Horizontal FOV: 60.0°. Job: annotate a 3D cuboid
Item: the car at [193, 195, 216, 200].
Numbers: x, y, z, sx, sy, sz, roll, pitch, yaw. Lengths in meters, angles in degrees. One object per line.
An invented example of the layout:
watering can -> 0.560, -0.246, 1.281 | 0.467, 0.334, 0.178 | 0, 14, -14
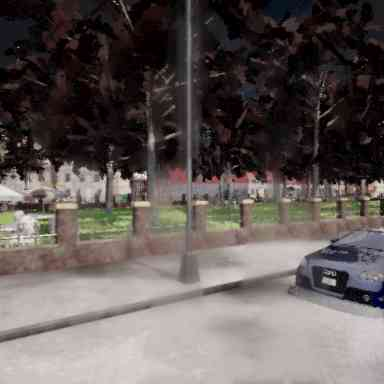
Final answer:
car -> 2.287, 1.307, 61.651 | 4.553, 1.767, 2.097 | 0, 0, -36

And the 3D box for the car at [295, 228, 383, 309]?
car -> 4.298, 1.556, 7.616 | 4.181, 1.385, 1.994 | 0, 0, -35
